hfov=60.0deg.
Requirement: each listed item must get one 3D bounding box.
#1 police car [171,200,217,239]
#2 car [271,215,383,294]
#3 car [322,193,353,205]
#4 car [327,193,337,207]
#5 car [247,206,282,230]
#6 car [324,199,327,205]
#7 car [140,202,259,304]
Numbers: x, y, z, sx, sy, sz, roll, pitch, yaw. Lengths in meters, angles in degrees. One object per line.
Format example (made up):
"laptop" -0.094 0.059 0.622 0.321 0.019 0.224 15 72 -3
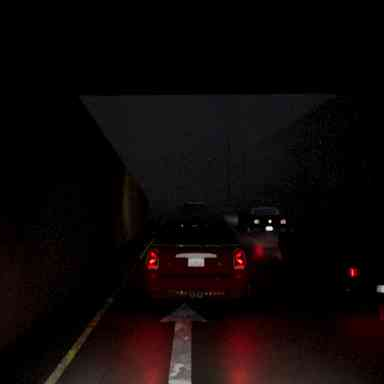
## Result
"police car" 0.096 1.288 17.204 2.038 1.542 4.974 0 1 0
"car" 3.607 1.494 8.436 1.895 1.301 4.718 0 1 0
"car" 17.573 0.795 39.997 1.853 1.218 4.536 1 1 45
"car" 17.433 1.010 35.356 2.038 1.542 4.974 0 1 -35
"car" 3.600 1.379 17.652 1.895 1.301 4.718 0 1 0
"car" 17.537 0.953 39.962 2.038 1.542 4.974 1 1 45
"car" 0.083 1.249 8.077 2.097 1.767 4.553 0 1 0
